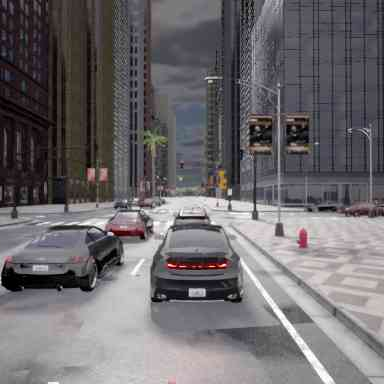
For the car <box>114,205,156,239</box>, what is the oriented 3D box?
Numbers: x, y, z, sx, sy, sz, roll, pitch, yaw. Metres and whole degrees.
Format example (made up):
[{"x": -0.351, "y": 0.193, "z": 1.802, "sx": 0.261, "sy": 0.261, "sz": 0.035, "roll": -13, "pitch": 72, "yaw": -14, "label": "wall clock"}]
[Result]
[{"x": -3.170, "y": 1.601, "z": 17.409, "sx": 1.994, "sy": 1.385, "sz": 4.181, "roll": 0, "pitch": 0, "yaw": 0, "label": "car"}]

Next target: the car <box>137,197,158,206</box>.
[{"x": -6.656, "y": 1.707, "z": 50.068, "sx": 1.882, "sy": 1.535, "sz": 5.008, "roll": 0, "pitch": 0, "yaw": 0, "label": "car"}]

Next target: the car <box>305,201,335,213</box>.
[{"x": 15.140, "y": 1.661, "z": 37.797, "sx": 4.313, "sy": 1.339, "sz": 1.947, "roll": 0, "pitch": 0, "yaw": -1, "label": "car"}]

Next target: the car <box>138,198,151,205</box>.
[{"x": -9.835, "y": 1.933, "z": 68.881, "sx": 1.994, "sy": 1.385, "sz": 4.181, "roll": 0, "pitch": -1, "yaw": 0, "label": "car"}]

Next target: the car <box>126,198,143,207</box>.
[{"x": -9.902, "y": 1.776, "z": 57.894, "sx": 2.128, "sy": 1.511, "sz": 4.902, "roll": 0, "pitch": 0, "yaw": 0, "label": "car"}]

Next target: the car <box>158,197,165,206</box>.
[{"x": -6.642, "y": 1.653, "z": 60.106, "sx": 2.097, "sy": 1.767, "sz": 4.553, "roll": 0, "pitch": 0, "yaw": 0, "label": "car"}]

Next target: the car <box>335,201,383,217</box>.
[{"x": 15.281, "y": 1.576, "z": 29.274, "sx": 4.206, "sy": 1.307, "sz": 1.802, "roll": 0, "pitch": 0, "yaw": -1, "label": "car"}]

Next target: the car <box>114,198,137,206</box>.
[{"x": -9.908, "y": 1.766, "z": 48.340, "sx": 2.033, "sy": 1.411, "sz": 5.357, "roll": 0, "pitch": 0, "yaw": 0, "label": "car"}]

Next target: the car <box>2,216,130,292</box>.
[{"x": -3.166, "y": 1.576, "z": 9.010, "sx": 1.994, "sy": 1.385, "sz": 4.181, "roll": 0, "pitch": 0, "yaw": 1, "label": "car"}]

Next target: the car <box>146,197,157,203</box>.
[{"x": -9.849, "y": 2.003, "z": 81.292, "sx": 2.033, "sy": 1.411, "sz": 5.357, "roll": 0, "pitch": 0, "yaw": 0, "label": "car"}]

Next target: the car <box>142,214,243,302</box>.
[{"x": 0.091, "y": 1.515, "z": 8.234, "sx": 1.837, "sy": 1.490, "sz": 4.892, "roll": 0, "pitch": 0, "yaw": 0, "label": "car"}]

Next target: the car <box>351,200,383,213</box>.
[{"x": 20.779, "y": 1.642, "z": 37.892, "sx": 4.313, "sy": 1.339, "sz": 1.947, "roll": 0, "pitch": 0, "yaw": -1, "label": "car"}]

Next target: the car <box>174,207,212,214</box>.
[{"x": 0.029, "y": 1.530, "z": 17.556, "sx": 2.128, "sy": 1.511, "sz": 4.902, "roll": 0, "pitch": 0, "yaw": 0, "label": "car"}]
